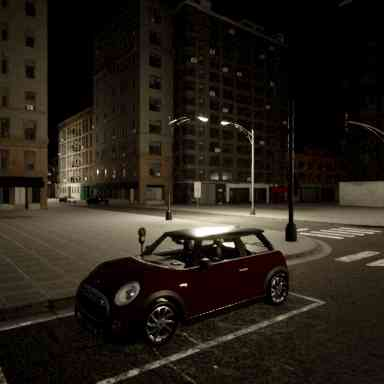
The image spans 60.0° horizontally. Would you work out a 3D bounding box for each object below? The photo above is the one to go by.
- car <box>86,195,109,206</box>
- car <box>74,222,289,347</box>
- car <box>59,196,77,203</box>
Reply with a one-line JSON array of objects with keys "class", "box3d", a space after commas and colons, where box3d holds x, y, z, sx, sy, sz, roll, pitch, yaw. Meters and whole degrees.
[{"class": "car", "box3d": [-13.855, 1.236, 48.616, 2.128, 1.511, 4.902, 0, 0, -38]}, {"class": "car", "box3d": [-0.043, 1.440, 6.273, 4.097, 1.590, 1.967, 0, 0, -38]}, {"class": "car", "box3d": [-22.162, 1.273, 59.253, 1.895, 1.301, 4.718, 0, 0, -39]}]
